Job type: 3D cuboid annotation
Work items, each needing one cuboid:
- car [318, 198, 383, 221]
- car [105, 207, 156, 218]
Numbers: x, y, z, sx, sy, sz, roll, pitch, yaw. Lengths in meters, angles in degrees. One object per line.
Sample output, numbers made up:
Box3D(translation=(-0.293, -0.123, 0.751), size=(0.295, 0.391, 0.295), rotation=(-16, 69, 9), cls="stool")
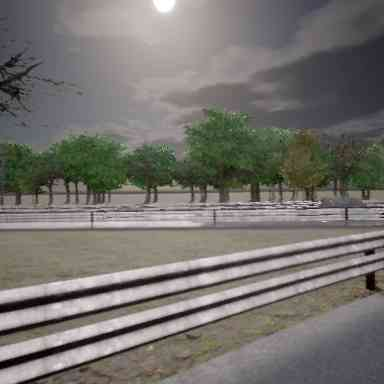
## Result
Box3D(translation=(14.667, 1.543, 30.973), size=(5.566, 2.045, 2.150), rotation=(-1, 0, 6), cls="car")
Box3D(translation=(-6.741, 2.346, 36.567), size=(5.357, 1.411, 2.033), rotation=(-1, 0, 6), cls="car")
